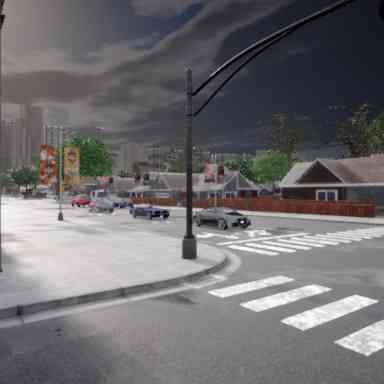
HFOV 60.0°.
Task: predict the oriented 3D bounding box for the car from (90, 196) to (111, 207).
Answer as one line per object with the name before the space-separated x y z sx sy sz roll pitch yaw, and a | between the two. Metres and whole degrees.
car | -16.243 1.677 58.732 2.097 1.767 4.553 0 0 -35

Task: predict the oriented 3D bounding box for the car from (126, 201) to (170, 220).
car | -3.852 1.751 29.893 1.895 1.301 4.718 0 0 -35

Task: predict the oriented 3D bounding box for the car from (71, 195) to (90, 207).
car | -18.928 1.549 56.899 2.150 2.045 5.566 0 0 -35

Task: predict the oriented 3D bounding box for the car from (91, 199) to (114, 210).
car | -13.204 1.798 48.903 1.812 1.442 4.674 0 0 -35

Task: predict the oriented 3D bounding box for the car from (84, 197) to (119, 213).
car | -10.925 1.729 39.879 1.837 1.490 4.892 0 0 -35

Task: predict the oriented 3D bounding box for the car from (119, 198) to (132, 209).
car | -10.715 1.623 50.962 2.097 1.767 4.553 0 0 -35

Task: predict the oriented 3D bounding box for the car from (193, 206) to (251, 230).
car | 1.883 1.653 21.821 1.994 1.385 4.181 0 0 -36
